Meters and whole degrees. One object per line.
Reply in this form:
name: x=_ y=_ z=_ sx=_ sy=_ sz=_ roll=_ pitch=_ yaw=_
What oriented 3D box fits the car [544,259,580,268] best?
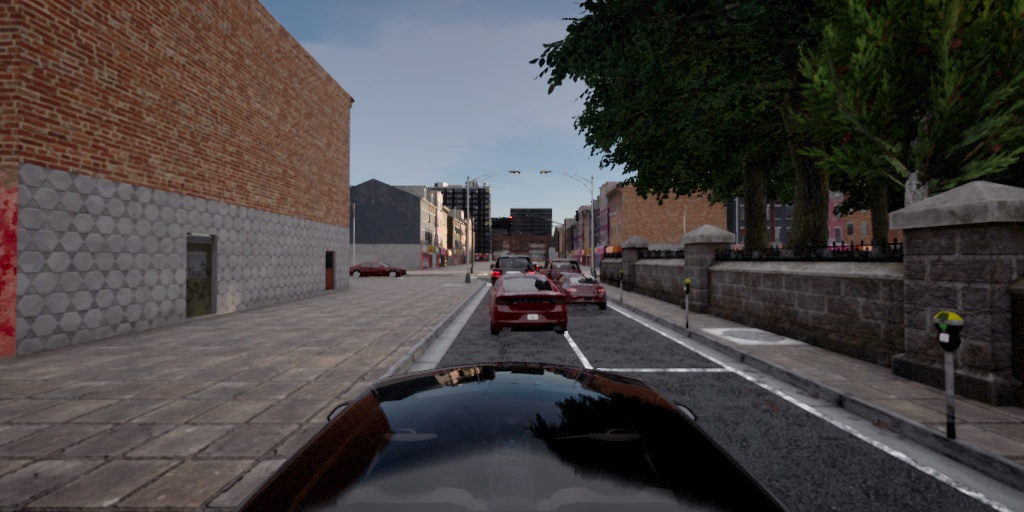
car: x=2.636 y=1.064 z=19.969 sx=2.192 sy=1.841 sz=5.009 roll=0 pitch=0 yaw=0

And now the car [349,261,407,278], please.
car: x=-11.830 y=1.201 z=31.535 sx=5.008 sy=1.535 sz=1.882 roll=0 pitch=-1 yaw=-1

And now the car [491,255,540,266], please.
car: x=0.082 y=0.970 z=18.273 sx=2.150 sy=2.045 sz=5.566 roll=0 pitch=0 yaw=0

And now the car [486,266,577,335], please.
car: x=0.286 y=1.225 z=10.539 sx=1.882 sy=1.535 sz=5.008 roll=0 pitch=0 yaw=-4

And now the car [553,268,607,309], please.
car: x=2.637 y=1.330 z=14.520 sx=1.802 sy=1.307 sz=4.207 roll=0 pitch=0 yaw=0
